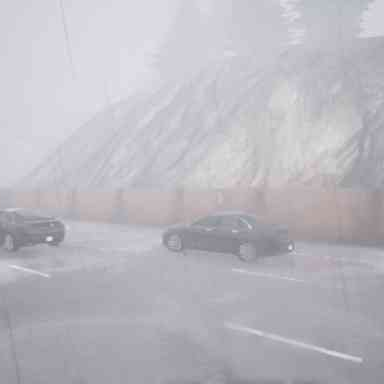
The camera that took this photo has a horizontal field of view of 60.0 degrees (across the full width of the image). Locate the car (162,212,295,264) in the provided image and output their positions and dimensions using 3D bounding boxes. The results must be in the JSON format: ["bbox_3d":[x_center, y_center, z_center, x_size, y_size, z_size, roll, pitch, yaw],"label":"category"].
[{"bbox_3d":[1.108,1.465,11.801,4.892,1.490,1.837,0,0,36],"label":"car"}]

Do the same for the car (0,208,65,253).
[{"bbox_3d":[-7.090,1.414,13.351,4.892,1.490,1.837,0,0,36],"label":"car"}]
